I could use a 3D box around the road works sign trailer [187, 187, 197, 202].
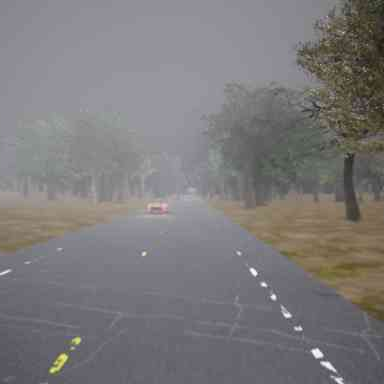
[{"bbox_3d":[-0.023,0.637,82.274,2.380,3.560,2.880,0,0,0],"label":"road works sign trailer"}]

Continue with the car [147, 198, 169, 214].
[{"bbox_3d":[-3.597,1.417,35.854,2.097,1.767,4.553,0,0,0],"label":"car"}]
